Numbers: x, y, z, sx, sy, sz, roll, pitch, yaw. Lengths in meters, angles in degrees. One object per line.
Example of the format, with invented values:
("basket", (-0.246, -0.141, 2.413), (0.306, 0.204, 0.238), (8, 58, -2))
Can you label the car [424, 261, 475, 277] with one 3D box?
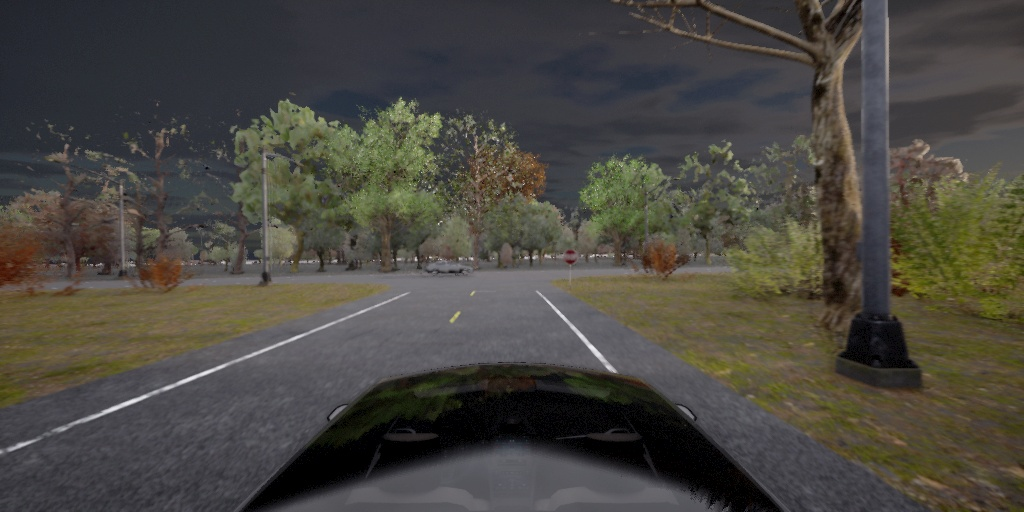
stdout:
("car", (-6.158, 1.205, 35.379), (4.902, 1.511, 2.128), (-1, 0, -11))
